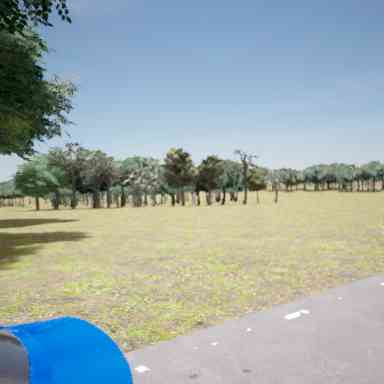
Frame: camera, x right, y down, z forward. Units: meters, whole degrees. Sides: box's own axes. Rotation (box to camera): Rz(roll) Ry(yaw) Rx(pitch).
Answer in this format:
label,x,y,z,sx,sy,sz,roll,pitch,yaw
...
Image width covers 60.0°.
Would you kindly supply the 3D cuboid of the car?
label,x,y,z,sx,sy,sz,roll,pitch,yaw
car,-2.615,1.491,1.206,5.008,1.535,1.882,-1,0,-35
